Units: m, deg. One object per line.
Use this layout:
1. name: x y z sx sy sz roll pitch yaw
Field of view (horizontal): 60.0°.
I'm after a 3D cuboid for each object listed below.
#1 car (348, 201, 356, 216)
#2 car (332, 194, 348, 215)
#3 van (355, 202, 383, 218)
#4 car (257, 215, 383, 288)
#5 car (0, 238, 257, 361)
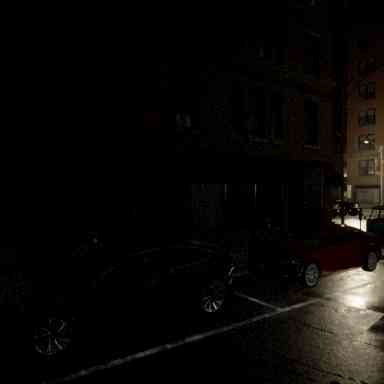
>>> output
1. car: 13.111 1.218 31.641 2.150 2.045 5.566 0 0 -36
2. car: 10.475 1.207 29.743 2.150 2.045 5.566 0 0 -36
3. van: 8.113 1.338 12.477 3.998 1.788 1.690 0 0 -35
4. car: 3.490 1.544 9.211 4.507 1.381 1.887 0 0 -35
5. car: -1.132 1.566 5.944 4.313 1.339 1.947 0 0 -35
